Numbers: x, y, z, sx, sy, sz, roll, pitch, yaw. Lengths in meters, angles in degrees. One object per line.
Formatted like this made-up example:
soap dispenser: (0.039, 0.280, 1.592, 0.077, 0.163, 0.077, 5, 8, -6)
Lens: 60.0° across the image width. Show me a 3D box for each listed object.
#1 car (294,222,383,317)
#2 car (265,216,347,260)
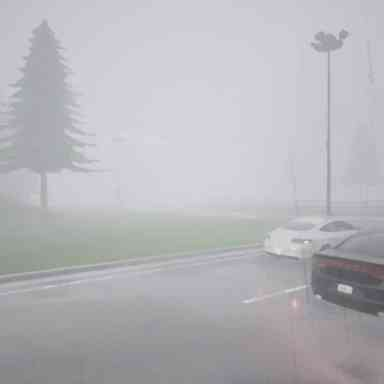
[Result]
car: (4.581, 1.489, 7.015, 5.008, 1.535, 1.882, 0, 0, -35)
car: (4.446, 1.540, 11.217, 4.674, 1.442, 1.812, 0, 0, -35)
